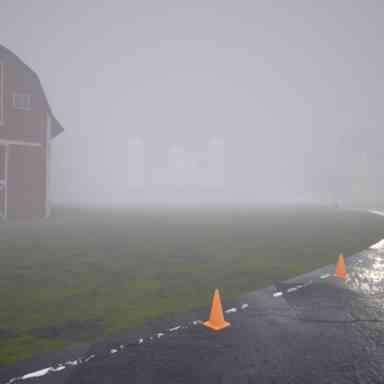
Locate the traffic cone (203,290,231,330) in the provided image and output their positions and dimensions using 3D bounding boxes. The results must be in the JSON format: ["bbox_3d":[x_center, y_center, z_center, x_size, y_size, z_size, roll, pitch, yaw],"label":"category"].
[{"bbox_3d":[0.420,1.953,5.627,0.340,0.580,0.340,0,0,-40],"label":"traffic cone"}]

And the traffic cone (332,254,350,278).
[{"bbox_3d":[3.979,1.949,8.874,0.340,0.580,0.340,0,0,-44],"label":"traffic cone"}]
